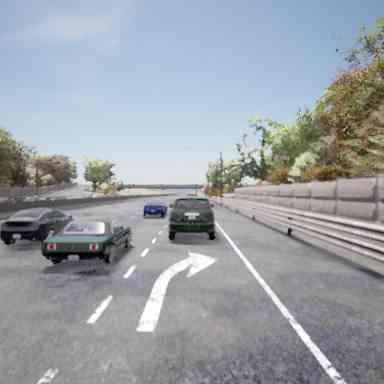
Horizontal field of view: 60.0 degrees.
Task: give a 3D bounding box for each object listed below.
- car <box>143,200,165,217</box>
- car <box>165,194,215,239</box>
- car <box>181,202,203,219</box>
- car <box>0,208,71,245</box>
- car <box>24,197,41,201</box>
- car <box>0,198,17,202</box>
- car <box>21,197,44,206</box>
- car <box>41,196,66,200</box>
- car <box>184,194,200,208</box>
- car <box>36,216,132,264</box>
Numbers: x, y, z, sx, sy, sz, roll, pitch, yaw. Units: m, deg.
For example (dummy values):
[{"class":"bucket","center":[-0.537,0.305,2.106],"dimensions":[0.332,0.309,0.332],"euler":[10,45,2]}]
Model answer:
[{"class":"car","center":[-3.400,1.501,31.260],"dimensions":[1.882,1.535,5.008],"euler":[0,0,0]},{"class":"car","center":[0.000,1.228,17.389],"dimensions":[2.150,2.045,5.566],"euler":[0,0,0]},{"class":"car","center":[-0.002,1.623,30.375],"dimensions":[1.895,1.301,4.718],"euler":[0,0,0]},{"class":"car","center":[-6.900,1.510,15.520],"dimensions":[1.837,1.490,4.892],"euler":[0,0,0]},{"class":"car","center":[-24.536,1.676,53.080],"dimensions":[1.895,1.301,4.718],"euler":[0,0,1]},{"class":"car","center":[-31.514,1.646,56.256],"dimensions":[1.994,1.385,4.181],"euler":[0,0,0]},{"class":"car","center":[-28.019,1.652,58.484],"dimensions":[1.994,1.385,4.181],"euler":[0,0,1]},{"class":"car","center":[-21.055,1.423,51.829],"dimensions":[2.097,1.767,4.553],"euler":[0,0,0]},{"class":"car","center":[-0.002,1.286,49.237],"dimensions":[2.150,2.045,5.566],"euler":[0,0,0]},{"class":"car","center":[-3.401,1.604,11.785],"dimensions":[1.895,1.301,4.718],"euler":[0,0,0]}]
